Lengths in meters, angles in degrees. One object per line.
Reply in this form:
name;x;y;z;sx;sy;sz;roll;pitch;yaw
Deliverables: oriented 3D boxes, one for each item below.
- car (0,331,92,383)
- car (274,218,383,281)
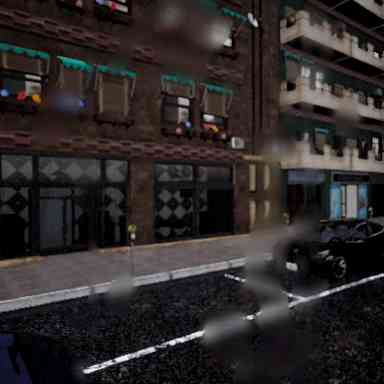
car;-2.554;1.577;1.553;4.181;1.385;1.994;-1;0;-36
car;4.272;1.474;9.622;4.313;1.339;1.947;-1;1;-36
